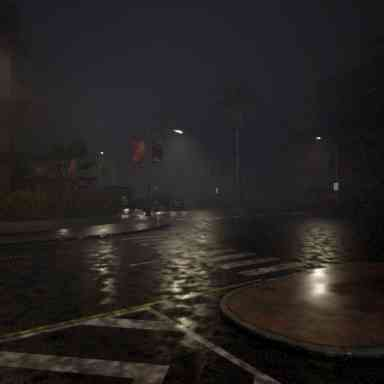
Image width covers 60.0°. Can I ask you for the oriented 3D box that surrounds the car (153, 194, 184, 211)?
[{"bbox_3d":[-3.195,1.221,41.829,2.150,2.045,5.566,0,0,-35],"label":"car"}]

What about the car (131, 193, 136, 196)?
[{"bbox_3d":[-13.392,1.220,68.456,2.150,2.045,5.566,0,0,-39],"label":"car"}]

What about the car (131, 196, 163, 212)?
[{"bbox_3d":[-5.641,1.526,39.190,1.812,1.442,4.674,0,0,-35],"label":"car"}]

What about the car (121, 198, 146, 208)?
[{"bbox_3d":[-8.782,1.601,49.841,1.895,1.301,4.718,0,0,-34],"label":"car"}]
